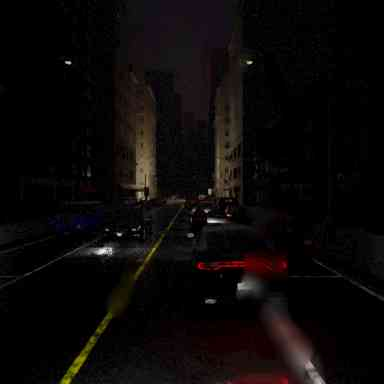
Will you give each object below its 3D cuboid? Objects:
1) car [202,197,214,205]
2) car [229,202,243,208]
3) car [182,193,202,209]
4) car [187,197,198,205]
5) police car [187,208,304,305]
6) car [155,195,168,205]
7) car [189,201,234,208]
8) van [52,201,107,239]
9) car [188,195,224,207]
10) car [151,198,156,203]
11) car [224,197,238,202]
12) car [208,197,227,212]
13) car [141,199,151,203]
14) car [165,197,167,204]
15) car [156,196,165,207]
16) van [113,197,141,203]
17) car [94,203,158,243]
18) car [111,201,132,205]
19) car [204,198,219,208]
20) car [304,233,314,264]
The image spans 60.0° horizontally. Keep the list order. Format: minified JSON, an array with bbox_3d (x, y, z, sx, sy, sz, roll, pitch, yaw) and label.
[{"bbox_3d":[2.930,1.578,61.033,1.947,1.339,4.313,0,0,0],"label":"car"},{"bbox_3d":[2.883,1.582,22.523,1.802,1.307,4.206,0,0,0],"label":"car"},{"bbox_3d":[0.081,1.358,46.286,2.097,1.767,4.553,0,0,1],"label":"car"},{"bbox_3d":[0.072,1.576,59.069,1.994,1.385,4.181,0,0,0],"label":"car"},{"bbox_3d":[0.909,1.425,8.309,1.930,1.638,5.238,0,0,0],"label":"police car"},{"bbox_3d":[-5.596,1.453,61.044,1.967,1.590,4.097,0,0,0],"label":"car"},{"bbox_3d":[0.921,1.478,18.199,1.882,1.535,5.008,0,0,0],"label":"car"},{"bbox_3d":[-5.650,1.341,17.034,1.690,1.788,3.998,0,0,0],"label":"van"},{"bbox_3d":[0.929,1.351,24.169,2.097,1.767,4.553,0,0,0],"label":"car"},{"bbox_3d":[-5.622,1.585,39.038,1.802,1.307,4.206,0,0,0],"label":"car"},{"bbox_3d":[2.889,1.316,28.025,2.192,1.841,5.009,0,0,0],"label":"car"},{"bbox_3d":[2.903,1.444,39.028,1.967,1.590,4.097,0,0,0],"label":"car"},{"bbox_3d":[-5.629,1.568,33.537,1.947,1.339,4.313,0,0,0],"label":"car"},{"bbox_3d":[-5.603,1.592,55.542,1.802,1.307,4.206,0,0,0],"label":"car"},{"bbox_3d":[-5.609,1.573,50.041,1.947,1.339,4.313,0,0,0],"label":"car"},{"bbox_3d":[-5.636,1.342,28.035,1.690,1.788,3.998,0,0,0],"label":"van"},{"bbox_3d":[-2.981,1.505,16.093,1.837,1.490,4.892,0,0,0],"label":"car"},{"bbox_3d":[-5.643,1.551,22.534,2.008,1.369,4.403,0,0,0],"label":"car"},{"bbox_3d":[2.916,1.558,50.030,2.008,1.369,4.403,0,0,0],"label":"car"},{"bbox_3d":[2.869,1.581,11.521,1.802,1.307,4.206,0,0,0],"label":"car"}]
